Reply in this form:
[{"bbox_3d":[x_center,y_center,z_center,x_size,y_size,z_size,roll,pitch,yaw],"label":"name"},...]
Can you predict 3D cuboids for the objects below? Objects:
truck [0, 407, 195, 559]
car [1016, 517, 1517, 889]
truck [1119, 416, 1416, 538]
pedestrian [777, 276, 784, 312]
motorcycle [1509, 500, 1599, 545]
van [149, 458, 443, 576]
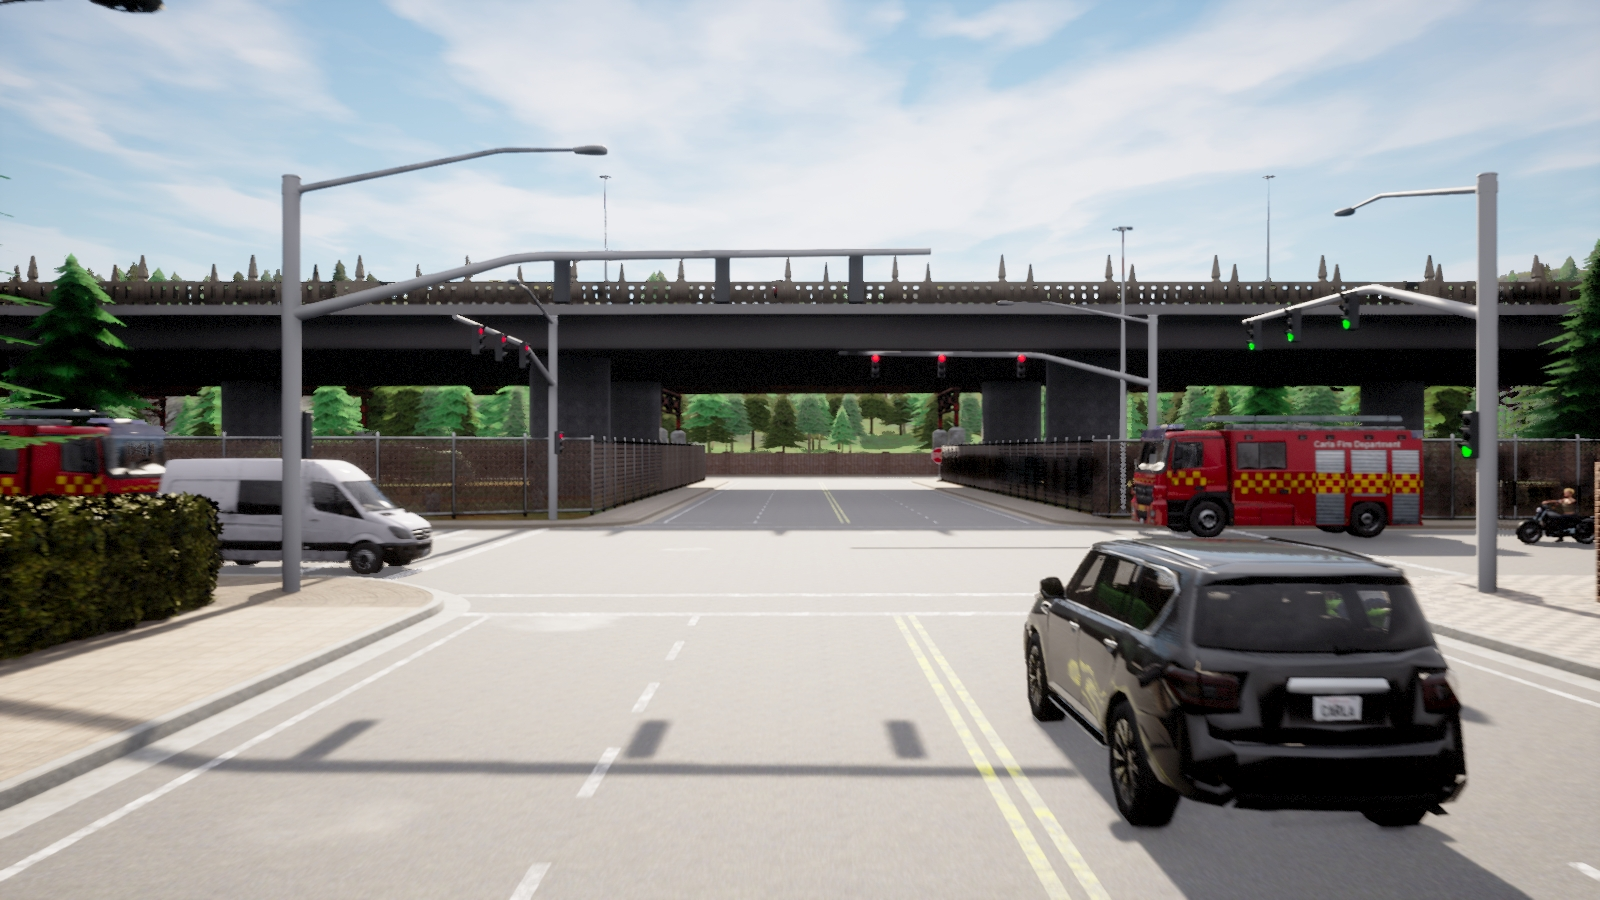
[{"bbox_3d":[-21.016,0.835,30.254,8.468,3.827,2.891,0,0,0],"label":"truck"},{"bbox_3d":[3.502,1.779,10.073,2.150,2.045,5.566,0,0,0],"label":"car"},{"bbox_3d":[15.024,0.837,37.170,8.468,3.827,2.891,0,0,0],"label":"truck"},{"bbox_3d":[-1.031,-8.304,60.696,0.375,1.860,0.375,0,0,0],"label":"pedestrian"},{"bbox_3d":[22.136,2.114,33.409,2.356,1.277,0.764,0,0,0],"label":"motorcycle"},{"bbox_3d":[-11.485,1.484,26.284,5.915,2.561,1.988,0,0,3],"label":"van"}]
